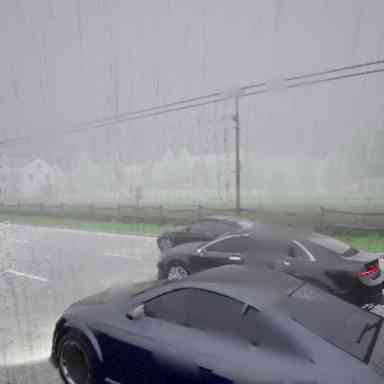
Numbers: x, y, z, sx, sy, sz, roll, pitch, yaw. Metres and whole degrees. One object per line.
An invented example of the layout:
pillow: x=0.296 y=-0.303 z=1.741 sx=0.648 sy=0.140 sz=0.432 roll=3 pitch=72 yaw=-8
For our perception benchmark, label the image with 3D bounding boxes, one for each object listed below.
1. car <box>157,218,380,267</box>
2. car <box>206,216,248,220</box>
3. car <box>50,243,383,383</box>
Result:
car: x=1.405 y=1.534 z=7.291 sx=4.892 sy=1.490 sz=1.837 roll=-1 pitch=0 yaw=35
car: x=0.850 y=1.585 z=11.982 sx=4.674 sy=1.442 sz=1.812 roll=-1 pitch=0 yaw=35
car: x=0.268 y=1.582 z=3.802 sx=4.181 sy=1.385 sz=1.994 roll=-1 pitch=0 yaw=35
